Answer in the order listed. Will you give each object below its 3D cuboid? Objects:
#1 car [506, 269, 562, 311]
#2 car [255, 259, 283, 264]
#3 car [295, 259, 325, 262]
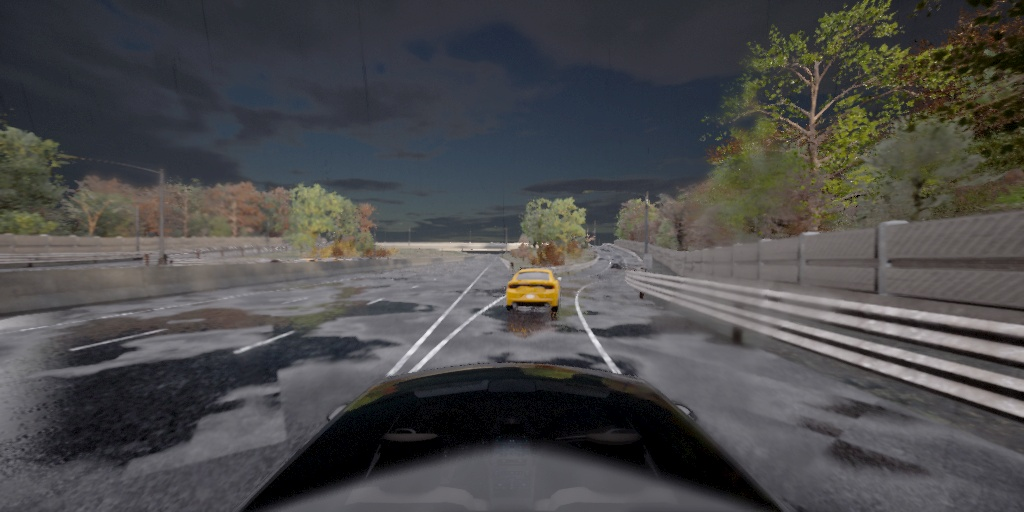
[{"bbox_3d":[0.997,1.275,14.764,1.882,1.535,5.008,0,-1,8],"label":"car"},{"bbox_3d":[-29.825,1.103,43.913,1.812,1.442,4.674,0,0,-2],"label":"car"},{"bbox_3d":[-26.386,1.078,45.843,1.882,1.535,5.008,0,0,-2],"label":"car"}]
